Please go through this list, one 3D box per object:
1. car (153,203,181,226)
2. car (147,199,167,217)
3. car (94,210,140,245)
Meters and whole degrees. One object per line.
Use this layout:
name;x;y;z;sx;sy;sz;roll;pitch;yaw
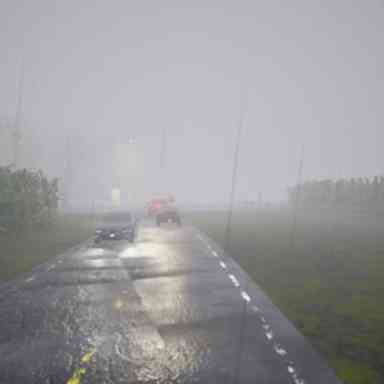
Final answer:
car;-1.918;1.874;26.584;1.837;1.490;4.892;0;-1;-7
car;-4.038;1.784;39.206;2.150;2.045;5.566;0;-1;-10
car;-3.771;1.740;17.135;1.837;1.490;4.892;0;-1;-6
